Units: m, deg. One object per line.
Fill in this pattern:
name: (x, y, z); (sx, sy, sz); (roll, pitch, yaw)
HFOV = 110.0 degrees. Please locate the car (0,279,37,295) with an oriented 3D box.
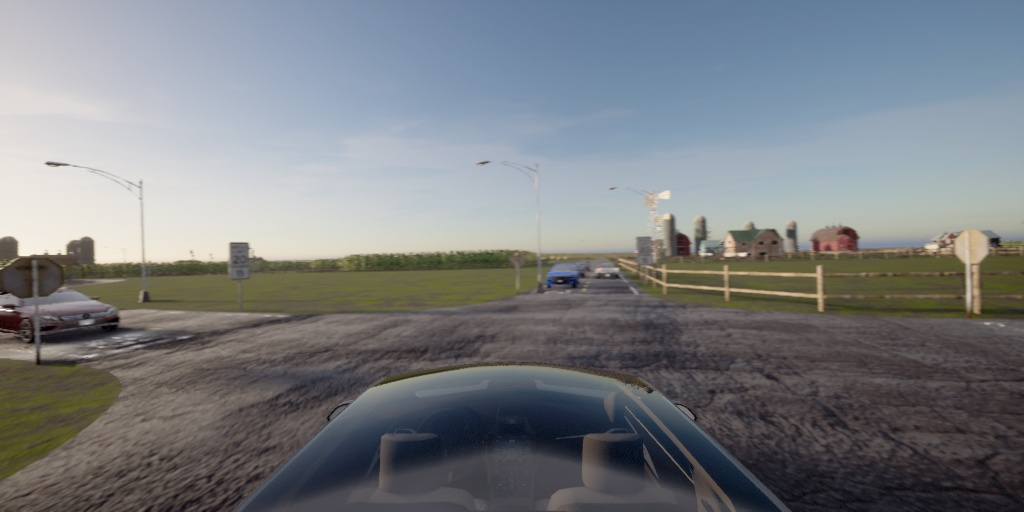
car: (-49.056, 3.036, 35.459); (4.718, 1.301, 1.895); (-2, 0, 44)

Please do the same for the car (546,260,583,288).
car: (3.527, 1.267, 24.360); (1.882, 1.535, 5.008); (-2, 0, 14)

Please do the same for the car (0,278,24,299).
car: (-41.322, 2.662, 29.101); (4.892, 1.490, 1.837); (-2, 0, 38)

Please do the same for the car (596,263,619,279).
car: (8.500, 1.298, 31.988); (1.895, 1.301, 4.718); (-2, 0, 14)

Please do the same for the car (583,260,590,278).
car: (6.068, 1.274, 34.405); (2.128, 1.511, 4.902); (-2, 0, 14)

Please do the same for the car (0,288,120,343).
car: (-14.935, 1.795, 11.541); (4.674, 1.442, 1.812); (-2, 0, 20)
